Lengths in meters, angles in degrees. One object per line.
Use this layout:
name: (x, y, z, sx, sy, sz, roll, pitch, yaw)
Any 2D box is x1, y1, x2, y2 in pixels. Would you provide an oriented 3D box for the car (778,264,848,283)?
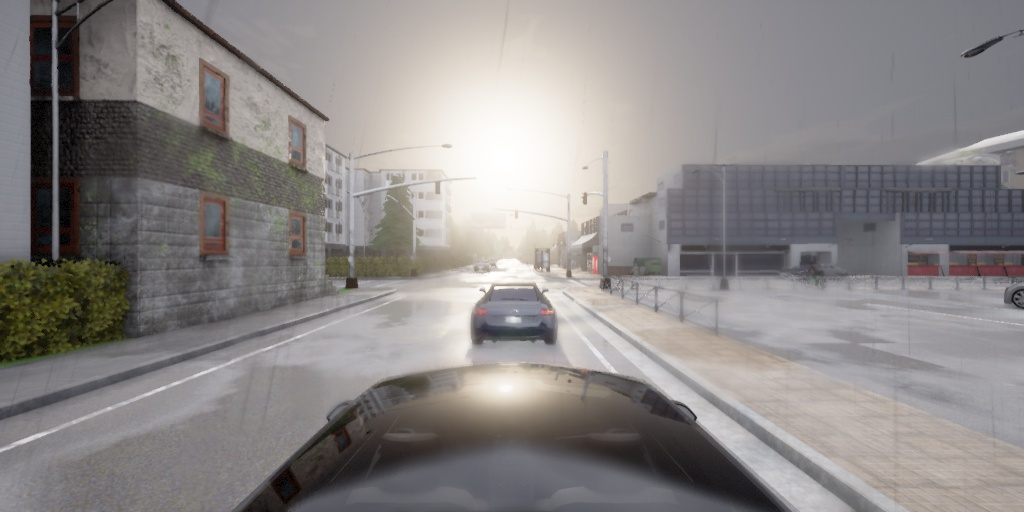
car: (24.822, 1.406, 29.628, 4.902, 1.511, 2.128, 0, 0, 0)

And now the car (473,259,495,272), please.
car: (-3.644, 1.224, 44.398, 2.128, 1.511, 4.902, 0, 0, 0)

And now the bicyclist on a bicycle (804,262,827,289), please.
bicyclist on a bicycle: (18.688, 1.219, 22.123, 0.582, 1.620, 1.656, 0, 0, 0)

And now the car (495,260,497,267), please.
car: (-3.635, 1.231, 62.605, 1.837, 1.490, 4.892, 0, 0, 0)

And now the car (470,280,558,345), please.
car: (0.053, 1.311, 9.502, 1.994, 1.385, 4.181, 0, 0, 0)
